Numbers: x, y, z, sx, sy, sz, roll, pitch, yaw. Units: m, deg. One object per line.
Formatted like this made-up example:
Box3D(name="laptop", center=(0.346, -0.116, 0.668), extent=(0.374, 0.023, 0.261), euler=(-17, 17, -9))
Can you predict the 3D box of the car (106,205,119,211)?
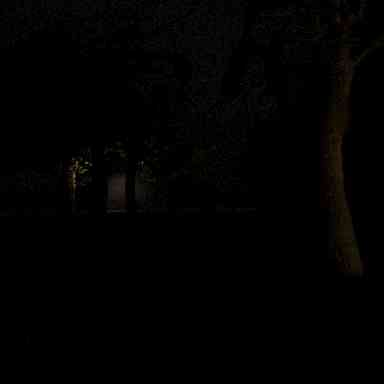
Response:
Box3D(name="car", center=(-20.637, 4.015, 84.131), extent=(1.812, 1.442, 4.674), euler=(0, -1, 36))
